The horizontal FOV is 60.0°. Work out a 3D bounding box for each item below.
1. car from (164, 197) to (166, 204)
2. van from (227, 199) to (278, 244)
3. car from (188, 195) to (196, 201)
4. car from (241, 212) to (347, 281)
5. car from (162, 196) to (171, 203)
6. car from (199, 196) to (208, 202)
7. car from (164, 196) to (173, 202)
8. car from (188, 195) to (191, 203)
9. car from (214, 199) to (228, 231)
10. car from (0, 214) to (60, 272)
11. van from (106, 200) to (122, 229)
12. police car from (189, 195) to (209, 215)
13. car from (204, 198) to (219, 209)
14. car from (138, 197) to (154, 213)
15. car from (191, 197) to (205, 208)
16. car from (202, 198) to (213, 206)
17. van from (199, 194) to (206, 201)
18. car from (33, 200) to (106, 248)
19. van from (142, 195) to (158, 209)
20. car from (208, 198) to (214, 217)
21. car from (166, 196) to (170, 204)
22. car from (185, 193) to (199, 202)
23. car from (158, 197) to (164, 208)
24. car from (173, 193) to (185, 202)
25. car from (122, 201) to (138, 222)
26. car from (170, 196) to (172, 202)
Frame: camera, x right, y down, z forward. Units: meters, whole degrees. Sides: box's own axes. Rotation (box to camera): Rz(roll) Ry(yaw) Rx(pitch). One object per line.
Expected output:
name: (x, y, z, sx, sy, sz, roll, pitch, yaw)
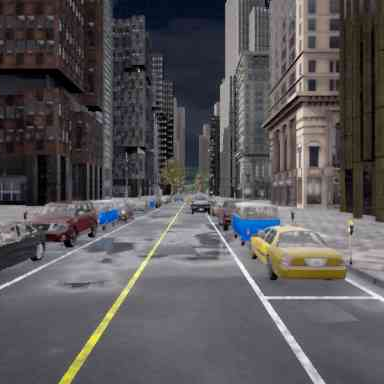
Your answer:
car: (-5.770, 1.638, 53.778, 1.887, 1.381, 4.507, 0, 0, 0)
van: (2.769, 1.362, 15.088, 1.690, 1.788, 3.998, 0, 0, 0)
car: (0.001, 1.568, 85.945, 1.994, 1.385, 4.181, 0, 0, 0)
car: (2.767, 1.537, 9.733, 1.752, 1.417, 4.829, 0, 0, 0)
car: (-5.774, 1.681, 75.879, 1.887, 1.381, 4.507, 0, 0, 0)
car: (2.779, 1.692, 81.386, 1.887, 1.381, 4.507, 0, 0, 0)
car: (-5.776, 1.692, 81.405, 1.887, 1.381, 4.507, 0, 0, 0)
car: (0.793, 1.557, 44.724, 1.882, 1.535, 5.008, 0, 0, 2)
car: (2.770, 1.346, 20.613, 2.192, 1.841, 5.009, 0, 0, 0)
car: (-5.760, 1.562, 9.575, 2.008, 1.369, 4.403, 0, 0, 0)
van: (-5.762, 1.372, 20.626, 1.690, 1.788, 3.998, 0, 0, 0)
police car: (0.900, 1.483, 34.810, 1.930, 1.638, 5.238, 0, 0, 0)
car: (2.774, 1.634, 48.237, 2.008, 1.369, 4.403, 0, 0, 0)
car: (-5.766, 1.613, 37.201, 2.008, 1.369, 4.403, 0, 0, 0)
car: (0.798, 1.569, 50.674, 1.882, 1.535, 5.008, 0, 0, -2)
car: (2.776, 1.686, 59.287, 1.802, 1.307, 4.206, 0, 0, 0)
van: (2.781, 1.501, 86.912, 1.690, 1.788, 3.998, 0, 0, 0)
car: (-5.761, 1.336, 15.100, 2.192, 1.841, 5.009, 0, 0, 0)
van: (-5.767, 1.413, 42.727, 1.690, 1.788, 3.998, 0, 0, 0)
car: (2.771, 1.577, 31.832, 1.752, 1.417, 4.829, 0, 0, 0)
car: (-5.772, 1.640, 64.659, 1.752, 1.417, 4.829, 0, 0, 0)
car: (0.001, 1.470, 71.052, 1.882, 1.535, 5.008, 0, 0, 0)
car: (-5.768, 1.398, 48.253, 2.192, 1.841, 5.009, 0, 0, 0)
car: (-2.999, 1.318, 75.909, 2.150, 2.045, 5.566, 0, 0, 0)
car: (-5.763, 1.481, 26.150, 1.967, 1.590, 4.097, 0, 0, 0)
car: (-5.773, 1.670, 70.354, 1.887, 1.381, 4.507, 0, 0, 0)
